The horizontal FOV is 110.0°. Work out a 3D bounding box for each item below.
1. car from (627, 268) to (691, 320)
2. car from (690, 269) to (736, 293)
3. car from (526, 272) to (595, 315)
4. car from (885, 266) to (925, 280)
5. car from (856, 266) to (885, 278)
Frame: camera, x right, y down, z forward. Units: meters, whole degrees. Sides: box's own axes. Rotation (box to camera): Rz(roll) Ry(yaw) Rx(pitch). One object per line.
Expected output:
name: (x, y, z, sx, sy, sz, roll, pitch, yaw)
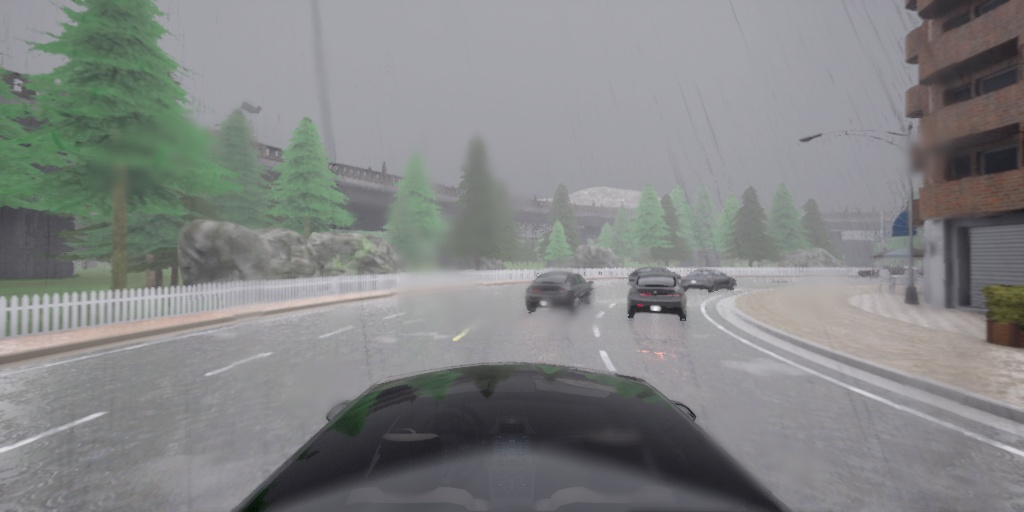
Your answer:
car: (5.415, 1.386, 13.389, 1.837, 1.490, 4.892, 0, 0, 23)
car: (12.644, 1.550, 23.080, 4.181, 1.385, 1.994, 0, -1, -38)
car: (2.076, 1.398, 14.454, 1.837, 1.490, 4.892, 0, 0, 23)
car: (40.675, 1.724, 35.625, 4.718, 1.301, 1.895, 0, -1, 1)
car: (40.674, 1.762, 39.125, 4.718, 1.301, 1.895, 0, -1, 1)
